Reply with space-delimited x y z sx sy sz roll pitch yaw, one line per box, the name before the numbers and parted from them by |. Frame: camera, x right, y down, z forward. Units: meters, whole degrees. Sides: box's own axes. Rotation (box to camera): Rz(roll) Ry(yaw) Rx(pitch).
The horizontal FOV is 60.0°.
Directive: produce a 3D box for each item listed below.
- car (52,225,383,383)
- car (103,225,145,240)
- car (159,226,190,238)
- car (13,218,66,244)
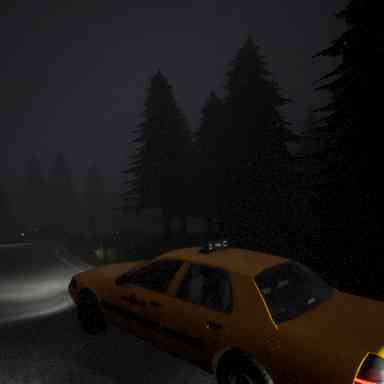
car | 0.116 1.441 4.758 5.366 1.575 1.801 0 1 43
car | -7.442 4.510 36.981 2.033 1.411 5.357 -4 -8 20
car | -2.318 5.543 46.286 1.882 1.535 5.008 -5 -8 30
car | -12.714 3.252 28.388 2.150 2.045 5.566 -4 -7 7
